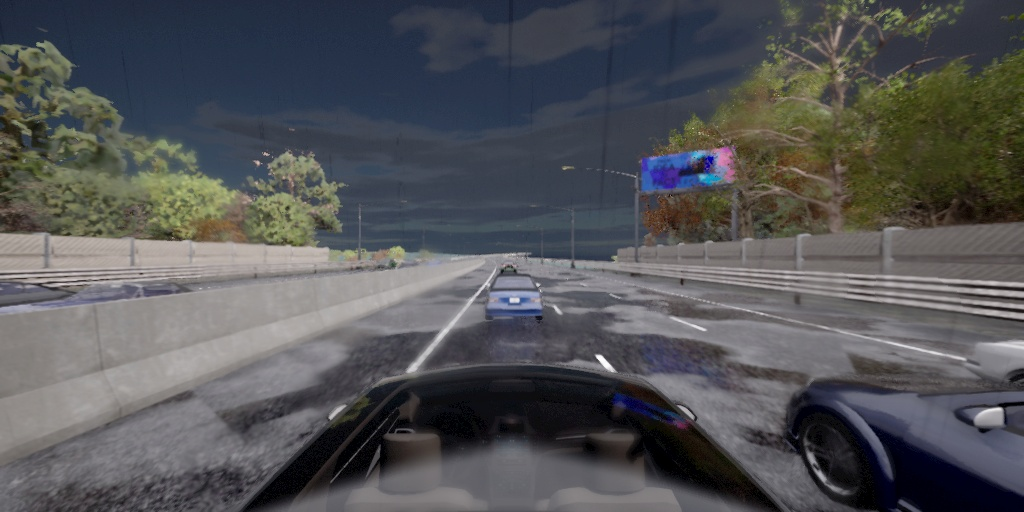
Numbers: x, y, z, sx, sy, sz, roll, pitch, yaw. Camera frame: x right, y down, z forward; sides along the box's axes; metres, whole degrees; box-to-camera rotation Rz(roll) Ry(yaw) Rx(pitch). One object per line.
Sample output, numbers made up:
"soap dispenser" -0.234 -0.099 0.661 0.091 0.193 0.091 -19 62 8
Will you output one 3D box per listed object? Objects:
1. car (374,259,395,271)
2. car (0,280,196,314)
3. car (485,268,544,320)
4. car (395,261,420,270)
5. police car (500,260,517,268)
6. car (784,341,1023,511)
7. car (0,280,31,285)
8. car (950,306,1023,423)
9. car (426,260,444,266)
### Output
"car" -18.310 1.189 52.190 2.097 1.767 4.553 0 0 -1
"car" -10.627 1.370 9.751 1.895 1.301 4.718 0 0 0
"car" 0.055 1.319 12.768 2.033 1.411 5.357 0 0 0
"car" -14.808 1.383 52.227 2.033 1.411 5.357 0 0 -1
"police car" -0.408 1.325 43.212 2.038 1.542 4.974 0 0 -1
"car" 3.592 1.313 1.691 1.994 1.385 4.181 0 0 0
"car" -14.128 1.333 9.296 1.994 1.385 4.181 0 0 0
"car" 7.094 1.351 2.675 1.895 1.301 4.718 0 0 0
"car" -11.331 1.313 53.021 1.882 1.535 5.008 0 0 -1
